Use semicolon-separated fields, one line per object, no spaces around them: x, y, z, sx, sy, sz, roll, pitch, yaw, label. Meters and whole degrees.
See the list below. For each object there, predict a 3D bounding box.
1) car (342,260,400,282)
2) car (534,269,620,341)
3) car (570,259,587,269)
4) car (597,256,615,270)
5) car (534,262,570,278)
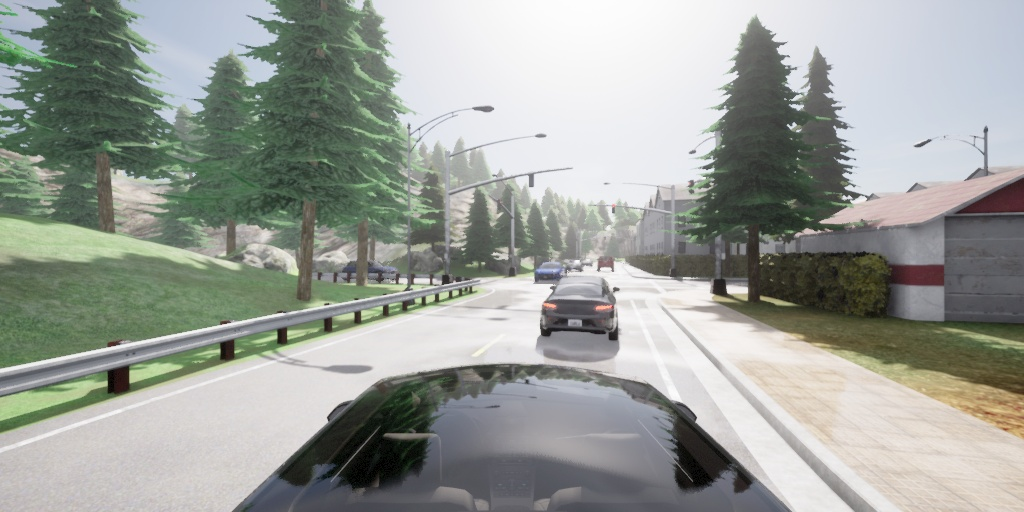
-11.350;1.113;29.000;4.553;1.767;2.097;0;0;15;car
1.960;1.274;9.924;1.812;1.442;4.674;0;0;15;car
7.955;1.231;45.306;2.128;1.511;4.902;0;0;16;car
13.071;0.960;49.906;2.150;2.045;5.566;0;0;16;car
3.021;1.228;27.600;1.882;1.535;5.008;0;0;16;car
